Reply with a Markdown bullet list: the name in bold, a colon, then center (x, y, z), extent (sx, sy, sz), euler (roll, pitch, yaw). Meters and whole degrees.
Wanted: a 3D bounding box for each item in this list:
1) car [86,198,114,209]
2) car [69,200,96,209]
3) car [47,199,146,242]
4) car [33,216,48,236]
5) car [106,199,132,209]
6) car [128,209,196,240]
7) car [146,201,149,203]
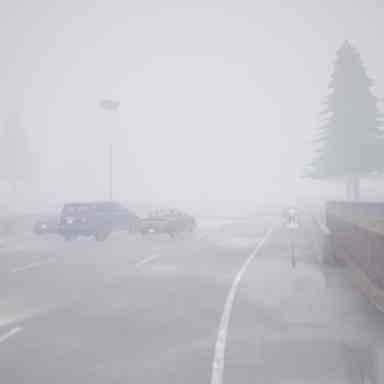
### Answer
- **car**: center (-15.199, 1.906, 55.303), extent (1.882, 1.535, 5.008), euler (-1, 1, 18)
- **car**: center (-18.508, 2.112, 56.378), extent (1.895, 1.301, 4.718), euler (-1, 1, 19)
- **car**: center (-4.950, 1.482, 18.332), extent (2.150, 2.045, 5.566), euler (-1, 0, 18)
- **car**: center (-7.797, 1.900, 20.822), extent (1.994, 1.385, 4.181), euler (-1, 0, 18)
- **car**: center (-11.867, 1.946, 54.241), extent (1.895, 1.301, 4.718), euler (-1, 1, 18)
- **car**: center (-1.223, 1.663, 18.437), extent (2.128, 1.511, 4.902), euler (-1, 0, 18)
- **car**: center (-8.544, 1.863, 53.165), extent (1.895, 1.301, 4.718), euler (-1, 1, 18)
